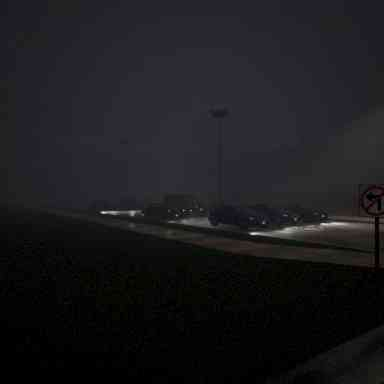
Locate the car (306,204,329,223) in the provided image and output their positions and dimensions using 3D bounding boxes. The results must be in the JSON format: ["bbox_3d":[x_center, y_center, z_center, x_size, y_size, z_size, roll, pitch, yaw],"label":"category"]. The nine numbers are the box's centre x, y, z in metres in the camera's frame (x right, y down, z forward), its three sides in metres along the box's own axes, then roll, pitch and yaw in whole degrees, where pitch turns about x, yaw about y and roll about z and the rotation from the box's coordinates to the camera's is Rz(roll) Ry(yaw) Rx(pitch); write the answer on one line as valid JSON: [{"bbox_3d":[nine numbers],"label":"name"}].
[{"bbox_3d":[8.344,1.564,25.715,1.994,1.385,4.181,0,0,-36],"label":"car"}]

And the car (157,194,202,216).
[{"bbox_3d":[-0.799,1.218,32.311,2.150,2.045,5.566,0,0,-36],"label":"car"}]

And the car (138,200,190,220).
[{"bbox_3d":[-2.515,1.601,28.722,1.895,1.301,4.718,0,0,-36],"label":"car"}]

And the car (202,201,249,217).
[{"bbox_3d":[3.196,1.601,32.772,1.895,1.301,4.718,0,0,-36],"label":"car"}]

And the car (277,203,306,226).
[{"bbox_3d":[5.438,1.526,23.795,1.812,1.442,4.674,0,0,-37],"label":"car"}]

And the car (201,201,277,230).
[{"bbox_3d":[2.872,1.526,21.377,1.812,1.442,4.674,0,0,-35],"label":"car"}]

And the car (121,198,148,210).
[{"bbox_3d":[-7.805,1.501,41.978,1.837,1.490,4.892,0,1,-36],"label":"car"}]

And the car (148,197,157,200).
[{"bbox_3d":[-5.121,1.478,44.238,1.882,1.535,5.008,0,0,-36],"label":"car"}]

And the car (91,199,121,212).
[{"bbox_3d":[-10.609,1.564,39.883,1.994,1.385,4.181,0,0,-36],"label":"car"}]
